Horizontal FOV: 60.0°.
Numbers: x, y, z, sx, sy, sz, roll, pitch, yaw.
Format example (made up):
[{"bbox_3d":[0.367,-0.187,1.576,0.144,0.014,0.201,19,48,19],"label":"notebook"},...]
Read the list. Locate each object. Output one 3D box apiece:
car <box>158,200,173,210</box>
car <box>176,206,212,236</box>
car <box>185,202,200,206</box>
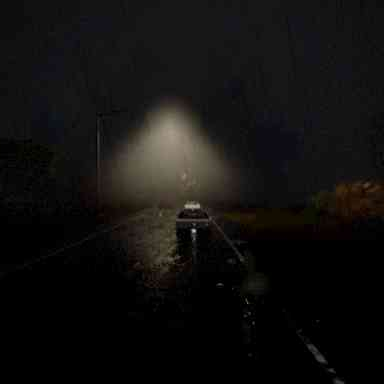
[{"bbox_3d":[-3.807,1.828,48.286,1.994,1.385,4.181,0,0,-1],"label":"car"},{"bbox_3d":[0.097,1.707,19.309,1.895,1.301,4.718,0,0,0],"label":"car"},{"bbox_3d":[0.029,1.824,40.727,1.895,1.301,4.718,0,0,-1],"label":"car"}]
